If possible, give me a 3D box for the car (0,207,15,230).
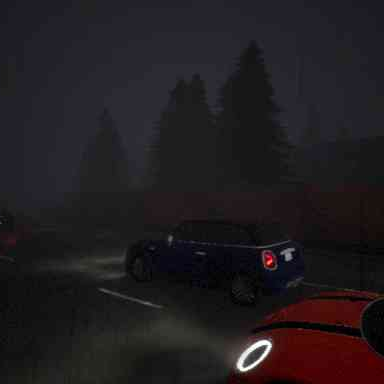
[{"bbox_3d":[-13.218,1.737,22.182,2.128,1.511,4.902,0,-1,-39],"label":"car"}]

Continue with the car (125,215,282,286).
[{"bbox_3d":[0.391,1.412,8.371,4.553,1.767,2.097,-1,-1,39],"label":"car"}]

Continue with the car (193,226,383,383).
[{"bbox_3d":[2.501,1.355,2.354,4.553,1.767,2.097,-1,-1,35],"label":"car"}]
